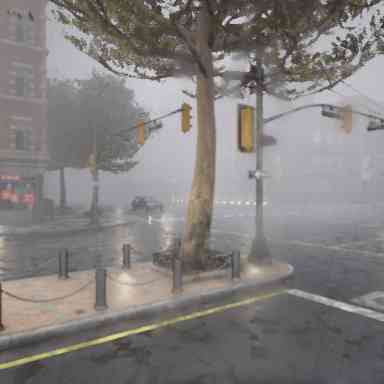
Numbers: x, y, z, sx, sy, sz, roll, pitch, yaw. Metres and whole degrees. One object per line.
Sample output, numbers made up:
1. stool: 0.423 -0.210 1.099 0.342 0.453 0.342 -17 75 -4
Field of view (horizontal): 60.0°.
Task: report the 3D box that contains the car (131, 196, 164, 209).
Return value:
1. car: -4.889 1.175 36.215 2.097 1.767 4.553 0 0 -36
